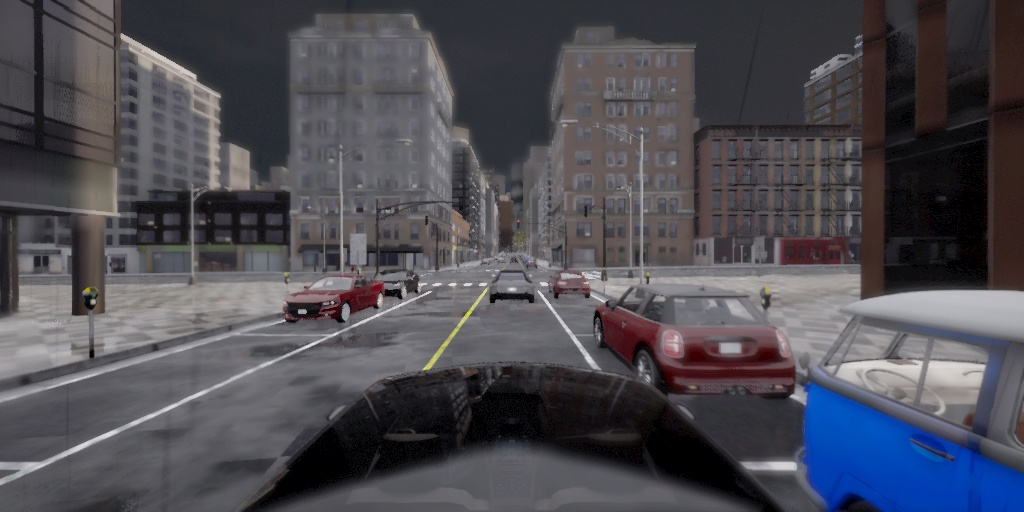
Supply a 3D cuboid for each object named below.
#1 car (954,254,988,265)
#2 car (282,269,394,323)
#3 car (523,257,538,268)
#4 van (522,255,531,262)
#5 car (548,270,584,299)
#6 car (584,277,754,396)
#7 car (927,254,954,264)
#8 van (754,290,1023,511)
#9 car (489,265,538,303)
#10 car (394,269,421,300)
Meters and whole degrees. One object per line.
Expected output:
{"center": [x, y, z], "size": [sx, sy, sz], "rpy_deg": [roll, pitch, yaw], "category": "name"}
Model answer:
{"center": [49.369, 0.541, 36.763], "size": [4.902, 1.511, 2.128], "rpy_deg": [-1, 0, 0], "category": "car"}
{"center": [-5.763, 1.289, 12.101], "size": [1.888, 1.381, 4.507], "rpy_deg": [0, 0, 0], "category": "car"}
{"center": [3.036, 1.236, 54.954], "size": [1.802, 1.307, 4.207], "rpy_deg": [0, 0, 0], "category": "car"}
{"center": [3.084, 0.976, 60.506], "size": [1.690, 1.789, 3.998], "rpy_deg": [0, 0, 0], "category": "van"}
{"center": [2.762, 1.323, 17.743], "size": [1.802, 1.307, 4.207], "rpy_deg": [0, 0, 0], "category": "car"}
{"center": [2.762, 1.187, 6.454], "size": [1.967, 1.591, 4.097], "rpy_deg": [0, 0, 0], "category": "car"}
{"center": [49.380, 0.523, 40.013], "size": [4.902, 1.511, 2.128], "rpy_deg": [-1, 0, 0], "category": "car"}
{"center": [2.762, 1.089, 0.809], "size": [1.690, 1.789, 3.998], "rpy_deg": [0, 0, 0], "category": "van"}
{"center": [0.000, 1.315, 16.501], "size": [1.994, 1.385, 4.181], "rpy_deg": [0, 0, 0], "category": "car"}
{"center": [-5.763, 1.307, 17.745], "size": [1.948, 1.339, 4.313], "rpy_deg": [0, 0, 0], "category": "car"}
